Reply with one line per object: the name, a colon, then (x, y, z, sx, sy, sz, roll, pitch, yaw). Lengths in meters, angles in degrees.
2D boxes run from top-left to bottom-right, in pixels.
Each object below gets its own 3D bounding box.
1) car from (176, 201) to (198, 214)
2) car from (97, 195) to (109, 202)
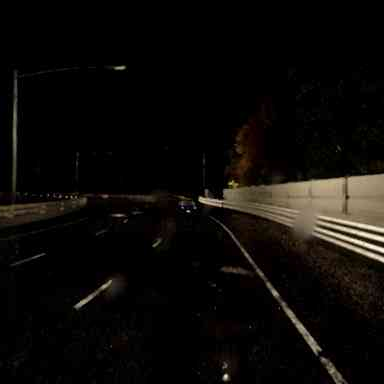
car: (-0.655, 1.593, 35.016, 1.895, 1.301, 4.718, 1, 0, -8)
car: (-18.527, 1.290, 69.252, 2.128, 1.511, 4.902, 1, 0, -27)
